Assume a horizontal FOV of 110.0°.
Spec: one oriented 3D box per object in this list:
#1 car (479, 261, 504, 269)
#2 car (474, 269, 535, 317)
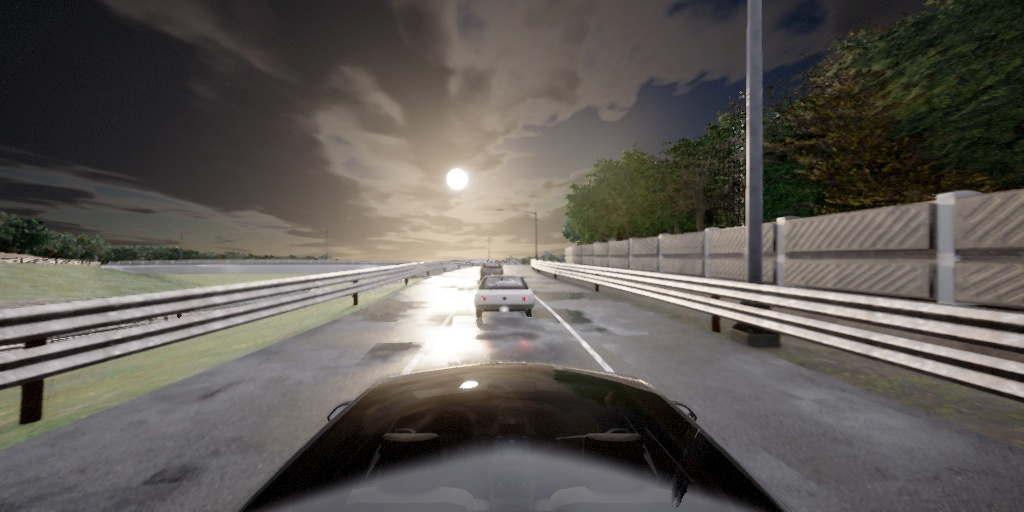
[{"bbox_3d":[-1.667,1.170,29.575,2.128,1.511,4.902,0,0,-5],"label":"car"},{"bbox_3d":[-0.329,1.323,13.061,1.895,1.301,4.718,0,0,-3],"label":"car"}]
